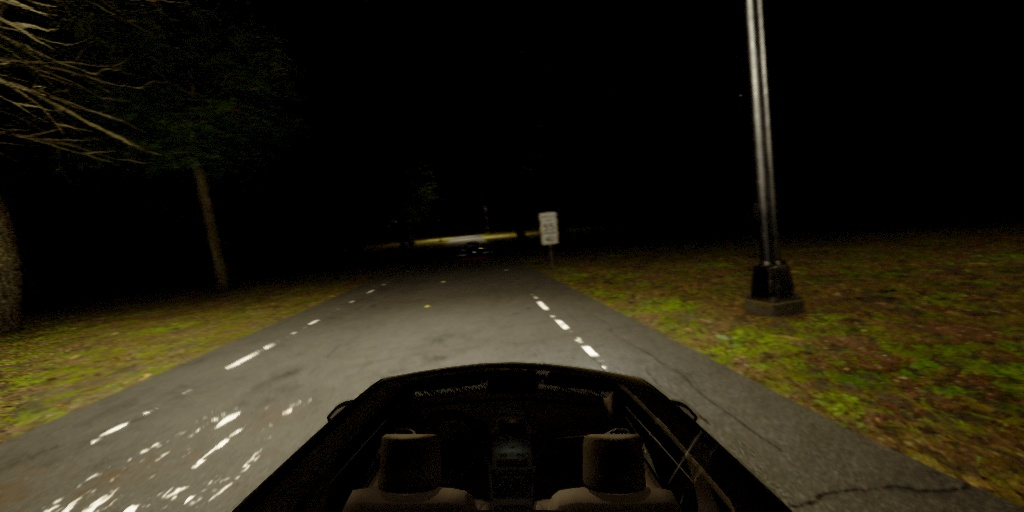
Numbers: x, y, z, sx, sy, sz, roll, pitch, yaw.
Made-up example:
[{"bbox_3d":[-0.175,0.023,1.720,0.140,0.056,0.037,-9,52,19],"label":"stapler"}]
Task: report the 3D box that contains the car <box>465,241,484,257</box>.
[{"bbox_3d":[-4.200,-0.738,39.505,1.812,1.442,4.674,-6,4,-6],"label":"car"}]
